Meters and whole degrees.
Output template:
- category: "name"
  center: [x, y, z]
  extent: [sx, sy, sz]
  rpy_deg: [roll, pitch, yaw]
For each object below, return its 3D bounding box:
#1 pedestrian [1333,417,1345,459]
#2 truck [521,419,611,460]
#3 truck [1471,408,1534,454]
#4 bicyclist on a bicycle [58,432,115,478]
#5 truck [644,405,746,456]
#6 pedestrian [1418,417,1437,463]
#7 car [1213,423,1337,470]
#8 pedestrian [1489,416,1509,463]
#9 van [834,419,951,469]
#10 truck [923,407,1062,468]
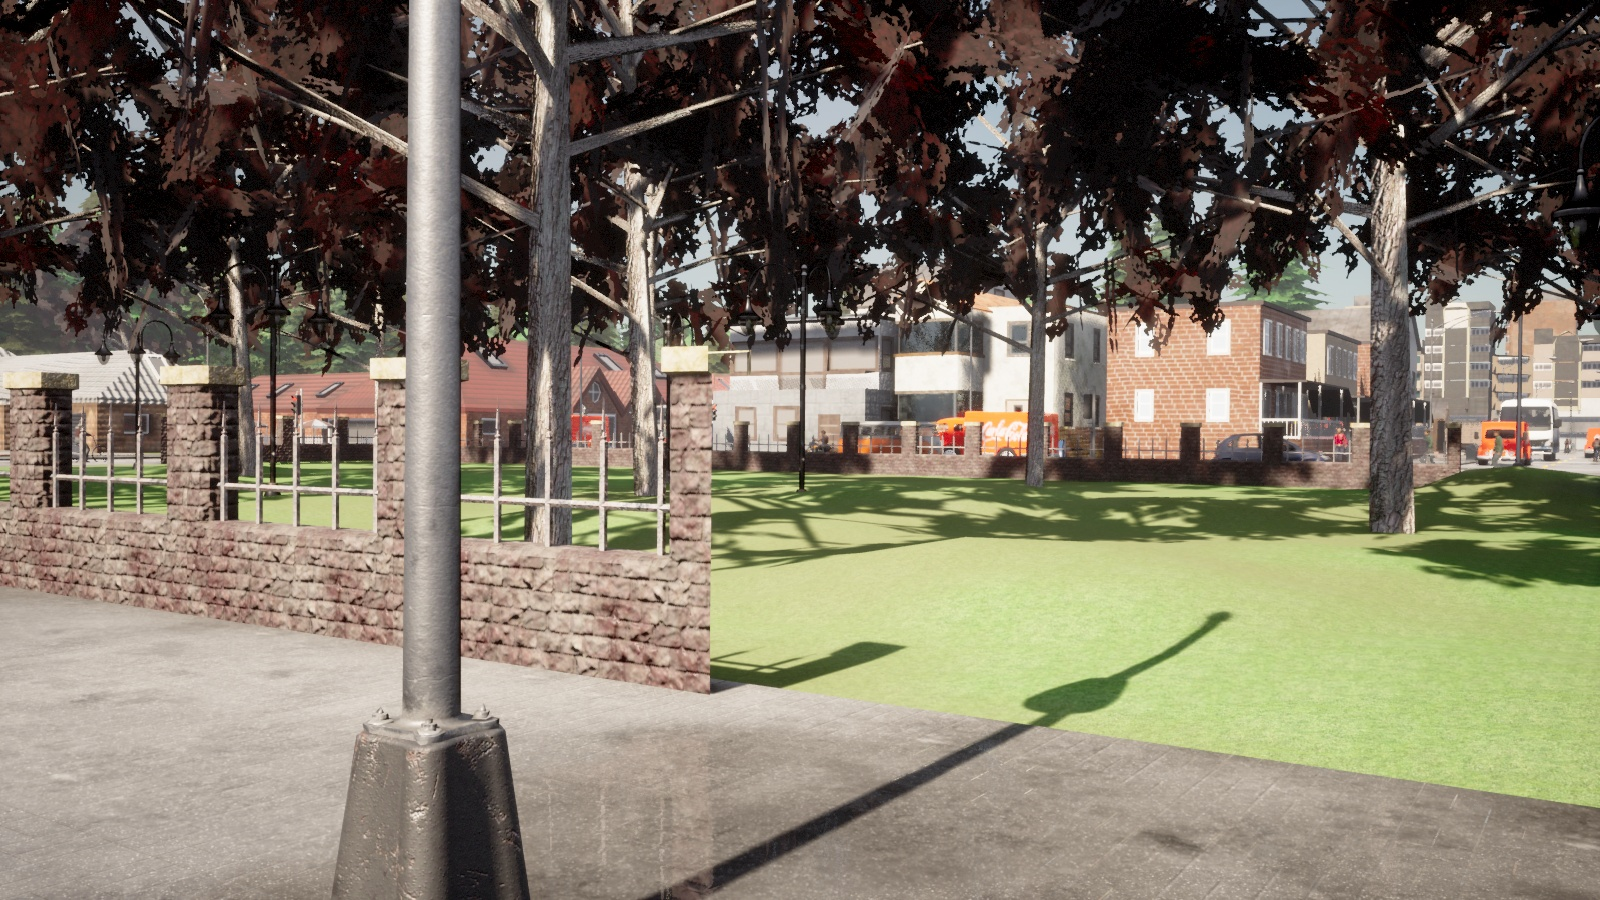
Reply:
- category: "pedestrian"
  center: [23.472, -0.519, 54.722]
  extent: [0.331, 1.846, 0.636]
  rpy_deg: [0, 1, 37]
- category: "truck"
  center: [-14.519, -0.692, 78.223]
  extent: [2.627, 2.467, 5.204]
  rpy_deg: [0, 1, 34]
- category: "truck"
  center: [39.160, -1.065, 69.935]
  extent: [2.627, 2.467, 5.204]
  rpy_deg: [0, 1, 34]
- category: "bicyclist on a bicycle"
  center: [-28.393, 0.176, 50.010]
  extent: [0.659, 1.776, 1.843]
  rpy_deg: [0, 1, 32]
- category: "truck"
  center: [-7.325, -1.400, 89.058]
  extent: [2.891, 3.462, 7.936]
  rpy_deg: [0, 1, 34]
- category: "pedestrian"
  center: [25.302, -0.399, 50.633]
  extent: [0.614, 1.847, 0.353]
  rpy_deg: [-1, 1, 1]
- category: "car"
  center: [16.574, -0.121, 43.998]
  extent: [3.988, 1.617, 1.851]
  rpy_deg: [0, 1, 18]
- category: "pedestrian"
  center: [27.508, -0.403, 49.444]
  extent: [0.614, 1.847, 0.353]
  rpy_deg: [0, 1, 12]
- category: "van"
  center: [3.750, -0.250, 51.274]
  extent: [4.442, 1.987, 1.775]
  rpy_deg: [0, 1, 33]
- category: "truck"
  center: [8.118, -0.546, 53.170]
  extent: [5.204, 2.467, 2.627]
  rpy_deg: [1, 1, 33]
